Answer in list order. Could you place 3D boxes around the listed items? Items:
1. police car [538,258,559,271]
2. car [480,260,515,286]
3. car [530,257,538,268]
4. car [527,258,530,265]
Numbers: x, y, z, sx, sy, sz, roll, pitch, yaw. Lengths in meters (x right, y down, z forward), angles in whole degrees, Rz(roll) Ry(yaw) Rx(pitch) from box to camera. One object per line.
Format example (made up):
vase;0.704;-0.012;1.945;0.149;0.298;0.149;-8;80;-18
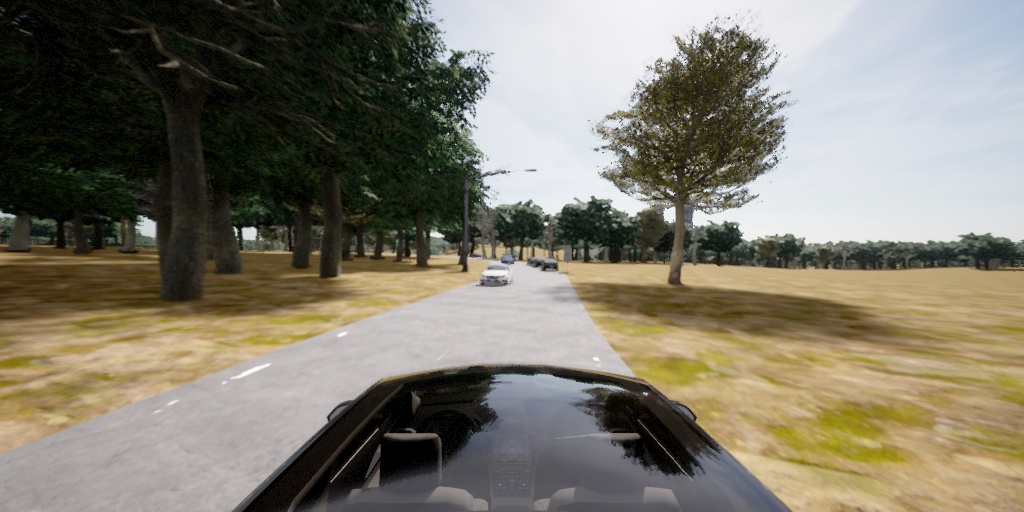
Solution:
police car;4.969;1.088;47.315;1.930;1.638;5.238;0;0;0
car;-0.984;1.244;25.035;1.812;1.442;4.674;1;0;7
car;4.542;1.024;57.410;1.882;1.535;5.008;0;1;-5
car;3.834;0.944;63.499;1.837;1.490;4.892;0;1;-8
